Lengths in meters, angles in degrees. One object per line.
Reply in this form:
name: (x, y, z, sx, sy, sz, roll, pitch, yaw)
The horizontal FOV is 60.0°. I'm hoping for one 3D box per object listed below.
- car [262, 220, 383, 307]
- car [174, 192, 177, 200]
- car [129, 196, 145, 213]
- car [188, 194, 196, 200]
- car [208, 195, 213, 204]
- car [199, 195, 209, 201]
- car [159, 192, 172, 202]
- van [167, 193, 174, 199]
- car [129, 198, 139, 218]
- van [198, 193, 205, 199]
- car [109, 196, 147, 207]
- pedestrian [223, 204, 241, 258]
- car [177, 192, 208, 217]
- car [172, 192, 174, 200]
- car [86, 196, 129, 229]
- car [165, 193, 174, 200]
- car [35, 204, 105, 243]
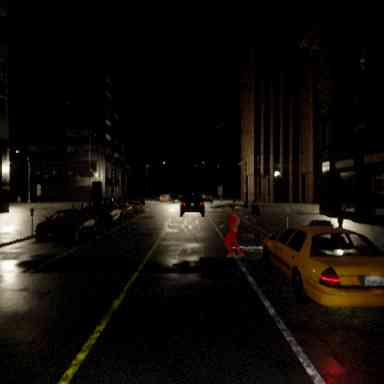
car: (2.991, 1.431, 8.013, 1.801, 1.575, 5.366, 0, 0, 0)
car: (-3.097, 0.985, 85.671, 2.150, 2.045, 5.566, 0, 0, 0)
car: (-5.797, 1.429, 32.407, 1.752, 1.417, 4.829, 0, 0, 0)
car: (-0.100, 1.252, 88.804, 2.128, 1.511, 4.902, 0, 0, 0)
car: (2.697, 1.268, 59.381, 1.967, 1.590, 4.097, 0, 0, 0)
car: (2.678, 1.334, 76.208, 2.008, 1.369, 4.403, 0, 0, 0)
car: (-5.840, 1.238, 70.570, 1.967, 1.590, 4.097, 0, 0, 0)
van: (-5.866, 1.084, 93.007, 1.690, 1.788, 3.998, 0, 0, 0)
car: (-5.791, 1.445, 26.806, 1.752, 1.417, 4.829, 0, 0, 0)
van: (2.659, 1.084, 93.034, 1.690, 1.788, 3.998, 0, 0, 0)
car: (-9.049, 1.345, 47.190, 4.892, 1.490, 1.837, 0, -2, 15)
pedestrian: (1.316, 1.260, 11.005, 0.375, 1.860, 0.375, 0, 0, 0)
car: (0.035, 1.133, 30.554, 2.150, 2.045, 5.566, 0, 1, 0)
car: (-5.847, 1.224, 76.180, 1.967, 1.590, 4.097, 0, 0, 0)
car: (-5.784, 1.250, 21.374, 2.192, 1.841, 5.009, 0, 0, 0)
car: (-5.859, 1.071, 87.398, 2.192, 1.841, 5.009, 0, 0, 0)
car: (-5.778, 1.497, 15.772, 1.887, 1.381, 4.507, 0, 0, 0)
